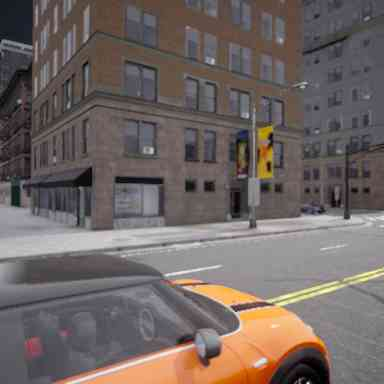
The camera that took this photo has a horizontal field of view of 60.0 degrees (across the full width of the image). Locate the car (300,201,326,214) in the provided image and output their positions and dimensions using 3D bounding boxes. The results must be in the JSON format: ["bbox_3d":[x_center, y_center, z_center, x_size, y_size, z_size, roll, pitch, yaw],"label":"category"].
[{"bbox_3d":[12.695,1.716,37.097,1.994,1.385,4.181,1,0,-36],"label":"car"}]

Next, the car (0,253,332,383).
[{"bbox_3d":[-0.814,1.358,2.854,4.553,1.767,2.097,0,0,-36],"label":"car"}]
